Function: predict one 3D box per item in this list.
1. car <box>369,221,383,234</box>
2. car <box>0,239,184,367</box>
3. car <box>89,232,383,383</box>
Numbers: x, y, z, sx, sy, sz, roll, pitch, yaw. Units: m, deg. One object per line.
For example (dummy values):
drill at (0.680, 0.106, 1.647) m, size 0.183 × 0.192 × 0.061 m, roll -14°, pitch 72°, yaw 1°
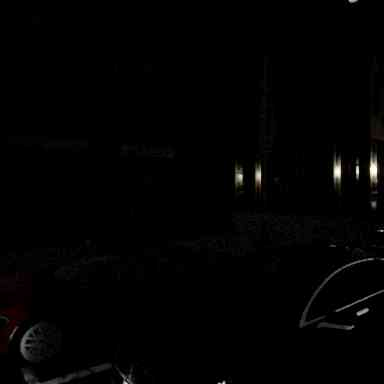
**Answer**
car at (7.894, 1.625, 12.292) m, size 4.403 × 1.369 × 2.008 m, roll 0°, pitch 0°, yaw -36°
car at (-1.224, 1.557, 5.780) m, size 4.507 × 1.381 × 1.887 m, roll 0°, pitch 0°, yaw -36°
car at (1.404, 1.524, 4.381) m, size 4.892 × 1.490 × 1.837 m, roll 0°, pitch 0°, yaw -36°
